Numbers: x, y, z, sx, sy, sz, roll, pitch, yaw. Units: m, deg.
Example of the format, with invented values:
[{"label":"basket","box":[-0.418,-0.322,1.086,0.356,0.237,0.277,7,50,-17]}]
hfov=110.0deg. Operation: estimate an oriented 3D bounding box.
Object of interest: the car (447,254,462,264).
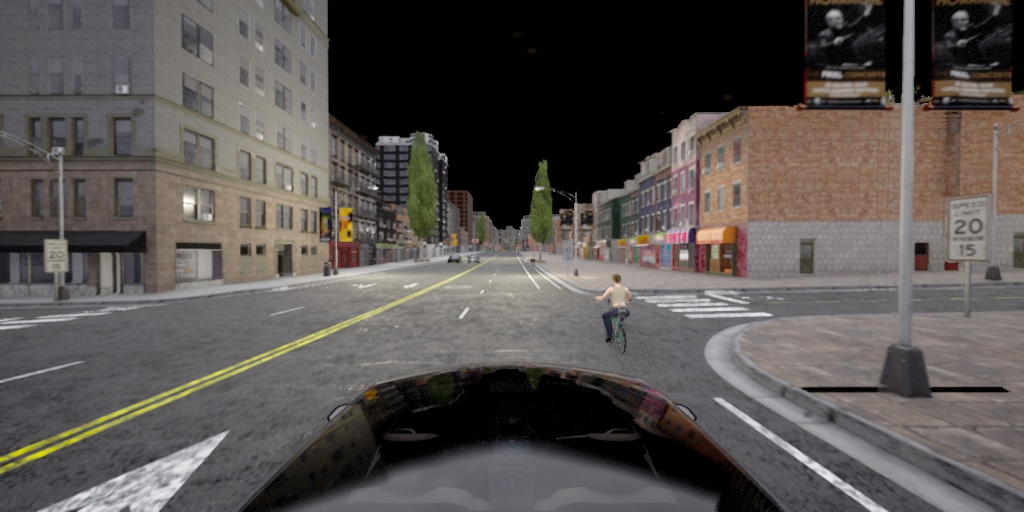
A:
[{"label":"car","box":[-9.746,0.479,61.259,1.882,1.535,5.008,0,1,0]}]

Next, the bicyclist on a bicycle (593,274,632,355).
[{"label":"bicyclist on a bicycle","box":[2.231,1.185,7.749,0.866,1.612,1.509,0,0,0]}]

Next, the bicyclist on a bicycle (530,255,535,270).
[{"label":"bicyclist on a bicycle","box":[2.254,0.820,39.506,0.659,1.776,1.843,0,1,0]}]

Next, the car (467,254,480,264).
[{"label":"car","box":[-6.496,0.493,61.259,2.128,1.511,4.902,0,1,0]}]
